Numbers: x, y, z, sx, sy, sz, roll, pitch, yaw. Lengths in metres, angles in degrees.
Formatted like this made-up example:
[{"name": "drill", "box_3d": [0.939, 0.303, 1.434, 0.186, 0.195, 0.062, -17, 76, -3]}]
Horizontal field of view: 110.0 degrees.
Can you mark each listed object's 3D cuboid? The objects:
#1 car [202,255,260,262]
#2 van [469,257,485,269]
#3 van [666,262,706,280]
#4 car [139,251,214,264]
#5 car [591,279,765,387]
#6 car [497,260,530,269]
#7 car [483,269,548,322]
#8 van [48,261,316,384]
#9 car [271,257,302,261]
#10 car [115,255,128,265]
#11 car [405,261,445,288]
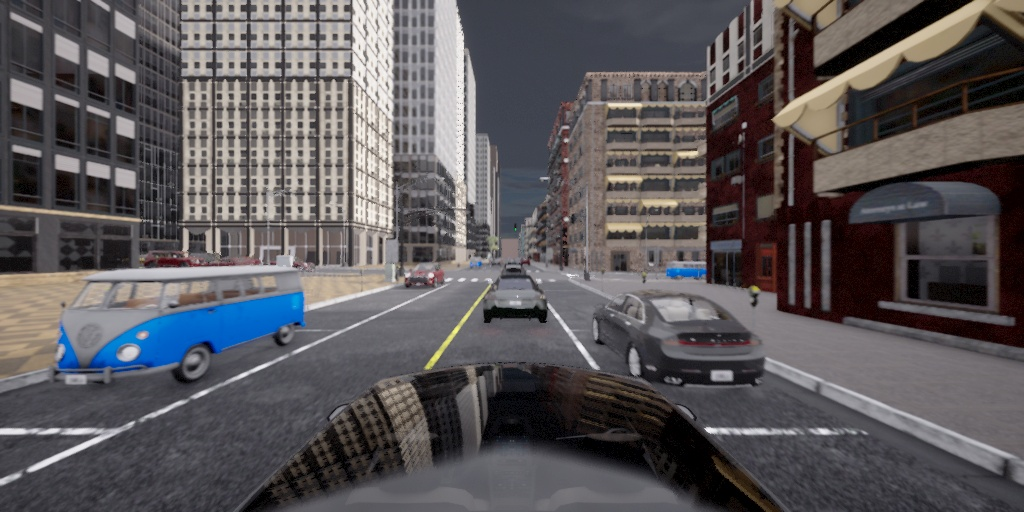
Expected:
[{"name": "car", "box_3d": [-26.715, 0.845, 34.484, 4.207, 1.307, 1.802, 0, 0, 0]}, {"name": "van", "box_3d": [-5.680, 1.085, 56.200, 1.690, 1.789, 3.998, 0, 0, 0]}, {"name": "van", "box_3d": [16.918, 1.444, 34.438, 3.998, 1.789, 1.690, 0, 0, 0]}, {"name": "car", "box_3d": [-32.289, 0.471, 34.473, 5.009, 1.841, 2.192, 0, 0, 0]}, {"name": "car", "box_3d": [2.692, 1.298, 6.778, 2.007, 1.370, 4.403, 0, 0, 0]}, {"name": "car", "box_3d": [0.104, 1.248, 26.479, 1.837, 1.490, 4.892, 0, 0, 0]}, {"name": "car", "box_3d": [0.102, 1.310, 12.247, 1.994, 1.385, 4.181, 0, 0, 0]}, {"name": "van", "box_3d": [-5.689, 1.089, 6.780, 1.690, 1.789, 3.998, 0, 0, 0]}, {"name": "car", "box_3d": [-21.141, 0.810, 34.496, 4.097, 1.591, 1.967, 0, 0, 0]}, {"name": "car", "box_3d": [-43.692, 0.452, 42.830, 4.829, 1.417, 1.751, 0, 0, 0]}, {"name": "car", "box_3d": [-5.686, 1.184, 23.726, 1.967, 1.591, 4.097, 0, 0, 0]}]
